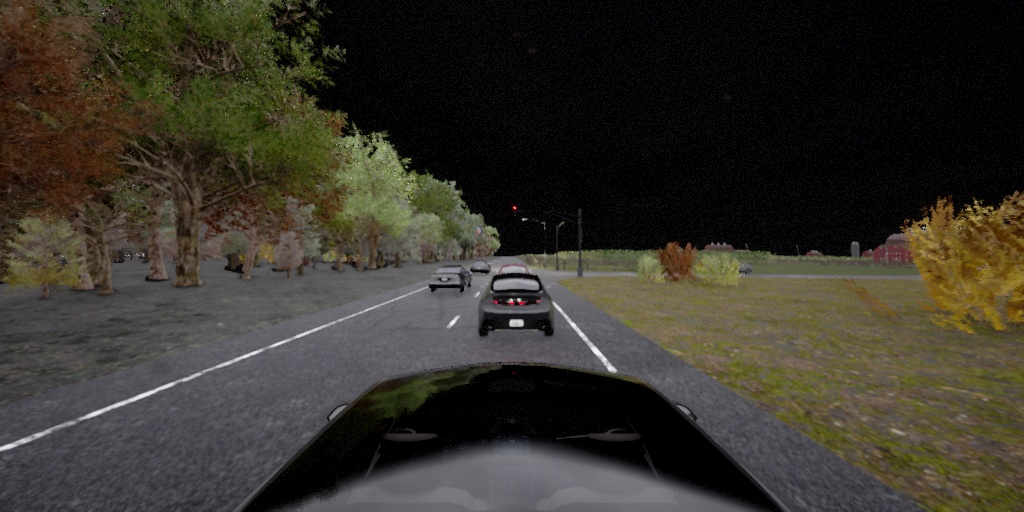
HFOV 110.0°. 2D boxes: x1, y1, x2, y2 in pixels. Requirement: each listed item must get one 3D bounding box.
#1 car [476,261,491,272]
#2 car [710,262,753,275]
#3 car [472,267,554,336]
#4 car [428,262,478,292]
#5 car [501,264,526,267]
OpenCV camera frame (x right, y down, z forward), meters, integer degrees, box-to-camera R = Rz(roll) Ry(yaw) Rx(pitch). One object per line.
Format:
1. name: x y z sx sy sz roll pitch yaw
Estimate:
1. car: -3.416 1.193 39.437 1.994 1.385 4.181 0 0 0
2. car: 25.734 1.441 42.347 4.902 1.511 2.128 1 -1 0
3. car: 0.097 1.227 10.280 1.837 1.490 4.892 0 0 0
4. car: -3.409 1.238 20.586 2.033 1.411 5.357 0 0 0
5. car: 0.096 1.171 19.643 1.882 1.535 5.008 0 0 0
